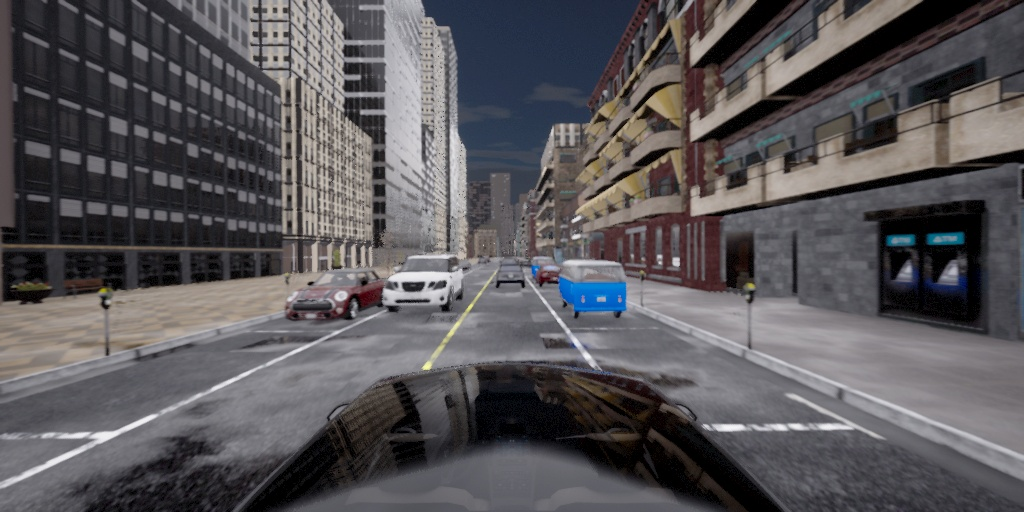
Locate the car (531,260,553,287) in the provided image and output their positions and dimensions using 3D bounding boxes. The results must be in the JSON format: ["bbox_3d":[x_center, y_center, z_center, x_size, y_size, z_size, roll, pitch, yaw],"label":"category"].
[{"bbox_3d":[2.498,1.190,23.395,1.888,1.381,4.507,0,0,-1],"label":"car"}]

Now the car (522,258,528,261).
[{"bbox_3d":[2.169,1.095,56.531,1.948,1.339,4.313,0,0,-1],"label":"car"}]

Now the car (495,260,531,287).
[{"bbox_3d":[-0.104,1.210,23.507,2.033,1.411,5.357,0,0,-1],"label":"car"}]

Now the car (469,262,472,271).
[{"bbox_3d":[-6.102,1.189,45.403,1.948,1.339,4.313,0,0,-1],"label":"car"}]

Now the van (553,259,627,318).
[{"bbox_3d":[2.608,1.028,12.351,1.690,1.789,3.998,0,0,-1],"label":"van"}]

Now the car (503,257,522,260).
[{"bbox_3d":[-0.263,0.959,38.458,2.097,1.767,4.553,0,0,0],"label":"car"}]

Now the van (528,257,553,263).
[{"bbox_3d":[2.444,0.966,28.918,1.690,1.789,3.998,0,0,-1],"label":"van"}]

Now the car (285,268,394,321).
[{"bbox_3d":[-5.773,1.185,12.269,1.967,1.591,4.097,0,0,-1],"label":"car"}]

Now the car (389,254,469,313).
[{"bbox_3d":[-3.203,0.942,14.191,2.150,2.045,5.566,0,0,-1],"label":"car"}]
